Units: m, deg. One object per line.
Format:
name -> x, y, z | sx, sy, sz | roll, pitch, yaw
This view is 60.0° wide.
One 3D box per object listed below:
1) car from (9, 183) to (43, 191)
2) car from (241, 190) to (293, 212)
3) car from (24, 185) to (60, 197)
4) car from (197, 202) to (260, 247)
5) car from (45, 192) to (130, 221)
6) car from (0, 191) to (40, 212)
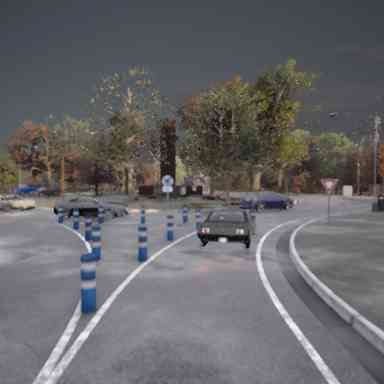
car -> -25.323, -0.290, 51.281 | 2.150, 2.045, 5.566 | 1, 2, 23
car -> 6.249, 0.636, 27.756 | 4.553, 1.767, 2.097 | -1, 2, -31
car -> -22.263, 0.027, 50.277 | 1.837, 1.490, 4.892 | 0, 1, 23
car -> 1.619, 1.328, 13.715 | 1.895, 1.301, 4.718 | 1, 2, 14
car -> -6.473, 0.987, 21.547 | 4.902, 1.511, 2.128 | 0, 2, 7
car -> -15.204, 0.876, 28.027 | 4.718, 1.301, 1.895 | 1, 2, 35
